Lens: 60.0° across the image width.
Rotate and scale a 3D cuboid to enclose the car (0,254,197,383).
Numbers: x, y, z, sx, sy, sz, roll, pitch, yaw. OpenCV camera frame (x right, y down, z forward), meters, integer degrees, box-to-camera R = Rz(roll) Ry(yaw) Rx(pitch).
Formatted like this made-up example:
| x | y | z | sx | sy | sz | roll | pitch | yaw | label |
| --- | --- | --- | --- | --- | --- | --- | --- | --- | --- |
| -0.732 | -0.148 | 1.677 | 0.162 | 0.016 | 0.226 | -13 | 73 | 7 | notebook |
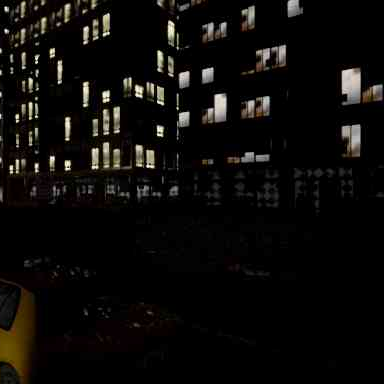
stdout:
| x | y | z | sx | sy | sz | roll | pitch | yaw | label |
| --- | --- | --- | --- | --- | --- | --- | --- | --- | --- |
| -2.228 | 1.525 | 4.459 | 4.829 | 1.417 | 1.752 | 0 | 0 | 36 | car |
